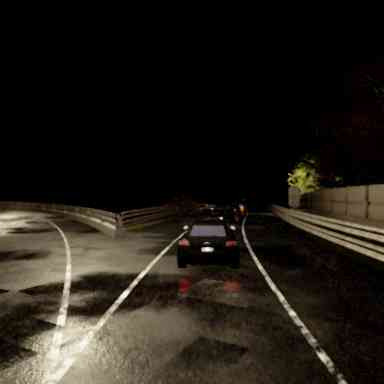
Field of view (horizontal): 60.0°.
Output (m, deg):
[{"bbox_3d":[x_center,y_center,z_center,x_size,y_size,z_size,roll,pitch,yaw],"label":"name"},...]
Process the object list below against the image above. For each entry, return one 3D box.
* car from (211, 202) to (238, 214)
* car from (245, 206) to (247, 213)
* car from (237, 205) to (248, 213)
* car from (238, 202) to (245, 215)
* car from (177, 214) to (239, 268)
[{"bbox_3d":[2.677,1.842,28.410,1.837,1.490,4.892,0,-1,10],"label":"car"},{"bbox_3d":[7.357,2.460,53.590,2.097,1.767,4.553,0,-3,11],"label":"car"},{"bbox_3d":[10.331,3.579,68.167,1.882,1.535,5.008,0,-5,13],"label":"car"},{"bbox_3d":[5.164,2.099,42.009,2.128,1.511,4.902,0,-2,11],"label":"car"},{"bbox_3d":[0.618,1.705,11.882,1.994,1.385,4.181,0,-1,4],"label":"car"}]
